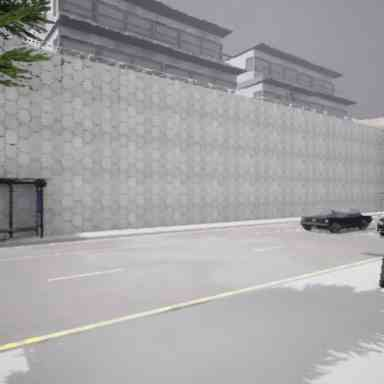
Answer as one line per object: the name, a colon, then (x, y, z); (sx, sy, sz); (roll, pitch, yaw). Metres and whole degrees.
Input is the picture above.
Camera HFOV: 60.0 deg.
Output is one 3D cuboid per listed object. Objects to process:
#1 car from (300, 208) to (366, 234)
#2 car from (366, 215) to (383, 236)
car: (8.396, 1.602, 19.284); (4.718, 1.301, 1.895); (0, 0, -35)
car: (11.428, 1.493, 17.145); (4.902, 1.511, 2.128); (0, 0, -35)
